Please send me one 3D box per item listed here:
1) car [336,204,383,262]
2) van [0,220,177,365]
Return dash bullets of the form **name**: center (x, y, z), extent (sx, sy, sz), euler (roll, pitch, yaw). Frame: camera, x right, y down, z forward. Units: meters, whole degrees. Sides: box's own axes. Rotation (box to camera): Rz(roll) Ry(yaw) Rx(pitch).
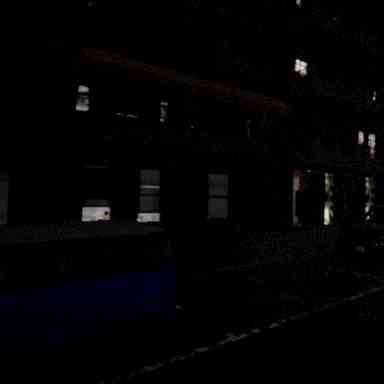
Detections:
- **car**: center (6.876, 1.325, 10.977), extent (5.009, 1.841, 2.192), euler (0, 1, -35)
- **van**: center (-2.128, 1.342, 4.552), extent (3.998, 1.788, 1.690), euler (0, 1, -35)
